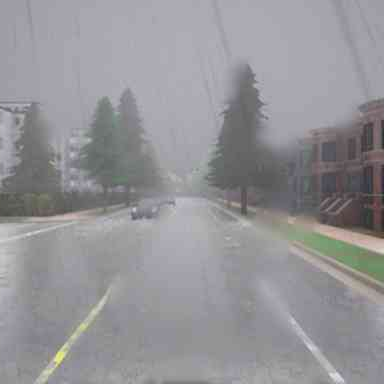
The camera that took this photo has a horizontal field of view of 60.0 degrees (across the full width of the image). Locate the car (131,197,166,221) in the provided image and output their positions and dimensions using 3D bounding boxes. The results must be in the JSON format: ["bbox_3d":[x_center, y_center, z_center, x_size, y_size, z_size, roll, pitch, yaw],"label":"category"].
[{"bbox_3d":[-3.556,1.310,26.898,2.097,1.767,4.553,0,0,0],"label":"car"}]

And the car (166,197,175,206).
[{"bbox_3d":[-3.609,1.464,52.907,2.033,1.411,5.357,0,0,0],"label":"car"}]
